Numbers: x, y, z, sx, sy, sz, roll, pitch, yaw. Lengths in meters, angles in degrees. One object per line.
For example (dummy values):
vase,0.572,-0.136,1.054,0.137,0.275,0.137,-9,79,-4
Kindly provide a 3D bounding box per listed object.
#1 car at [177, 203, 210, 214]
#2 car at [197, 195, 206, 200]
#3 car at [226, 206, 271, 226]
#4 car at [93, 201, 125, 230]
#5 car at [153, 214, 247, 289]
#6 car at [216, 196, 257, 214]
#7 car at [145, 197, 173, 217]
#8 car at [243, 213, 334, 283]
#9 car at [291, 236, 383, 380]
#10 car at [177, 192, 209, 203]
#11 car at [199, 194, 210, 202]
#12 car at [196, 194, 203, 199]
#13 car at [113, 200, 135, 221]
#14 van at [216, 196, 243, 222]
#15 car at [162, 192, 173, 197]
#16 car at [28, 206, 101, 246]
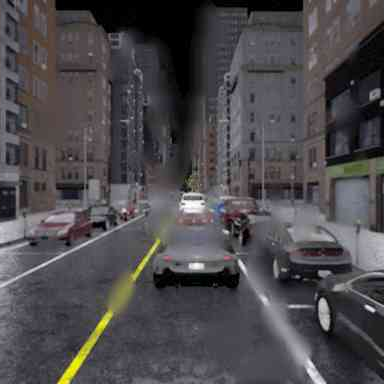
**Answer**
car,0.097,1.529,19.177,1.895,1.301,4.718,0,0,0
car,2.314,1.318,81.135,1.802,1.307,4.206,0,0,-1
car,2.856,1.510,14.890,1.947,1.339,4.313,0,0,0
car,-5.671,1.490,20.406,1.947,1.339,4.313,0,0,0
car,0.098,1.530,9.052,1.994,1.385,4.181,0,0,0
car,2.856,1.239,20.413,2.192,1.841,5.009,0,0,0
car,-3.006,1.419,29.505,1.812,1.442,4.674,0,0,0
car,2.857,1.515,9.367,2.008,1.369,4.403,0,0,0
car,2.858,1.536,3.843,2.008,1.369,4.403,0,0,0
car,0.016,1.113,29.126,2.150,2.045,5.566,0,0,-1
car,2.564,1.206,69.827,1.967,1.590,4.097,0,0,-1
car,2.064,1.294,92.438,1.802,1.307,4.206,0,0,-1
car,-5.671,1.343,25.931,1.967,1.590,4.097,0,0,0
van,2.855,1.244,25.937,1.690,1.788,3.998,0,0,0
car,-6.209,1.177,80.955,1.967,1.590,4.097,0,0,-1
car,-5.670,1.526,14.882,1.802,1.307,4.206,0,0,0
